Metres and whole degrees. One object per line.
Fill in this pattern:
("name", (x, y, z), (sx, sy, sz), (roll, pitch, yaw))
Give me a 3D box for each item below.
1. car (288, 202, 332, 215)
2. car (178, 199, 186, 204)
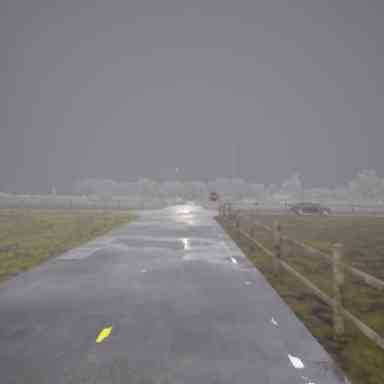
("car", (13.934, 1.926, 39.325), (4.892, 1.490, 1.837), (1, -2, 0))
("car", (-2.736, 2.595, 91.270), (1.994, 1.385, 4.181), (0, -2, 0))
